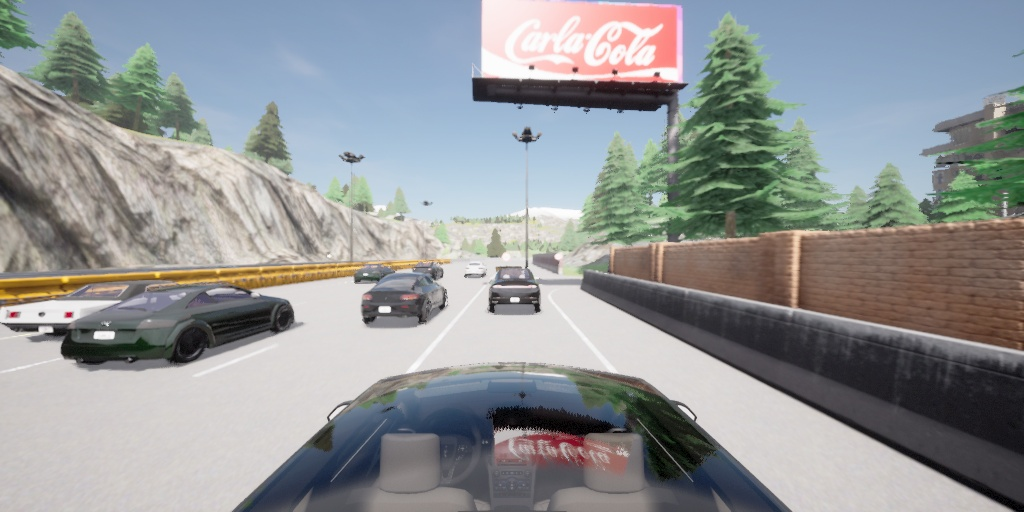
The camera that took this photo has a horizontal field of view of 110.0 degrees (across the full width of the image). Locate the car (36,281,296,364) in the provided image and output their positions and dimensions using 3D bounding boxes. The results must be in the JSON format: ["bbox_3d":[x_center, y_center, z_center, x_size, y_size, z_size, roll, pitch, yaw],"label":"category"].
[{"bbox_3d":[-6.902,1.305,8.075,1.994,1.385,4.181,0,0,0],"label":"car"}]

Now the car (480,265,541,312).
[{"bbox_3d":[0.093,1.225,14.195,2.128,1.511,4.902,0,0,0],"label":"car"}]

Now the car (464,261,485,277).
[{"bbox_3d":[-3.443,1.231,34.473,1.812,1.442,4.674,0,0,0],"label":"car"}]

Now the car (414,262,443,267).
[{"bbox_3d":[-6.926,1.203,29.803,2.128,1.511,4.902,0,0,0],"label":"car"}]

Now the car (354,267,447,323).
[{"bbox_3d":[-3.405,1.262,11.906,1.812,1.442,4.674,0,0,0],"label":"car"}]

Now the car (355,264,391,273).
[{"bbox_3d":[-10.422,1.279,27.528,1.994,1.385,4.181,0,0,0],"label":"car"}]

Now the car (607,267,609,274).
[{"bbox_3d":[9.458,1.048,26.662,4.553,1.767,2.097,0,0,0],"label":"car"}]

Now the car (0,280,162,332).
[{"bbox_3d":[-10.404,1.339,10.229,1.895,1.301,4.718,0,0,0],"label":"car"}]
